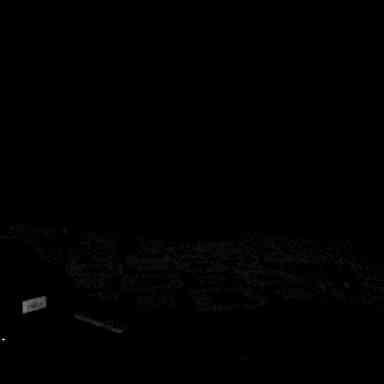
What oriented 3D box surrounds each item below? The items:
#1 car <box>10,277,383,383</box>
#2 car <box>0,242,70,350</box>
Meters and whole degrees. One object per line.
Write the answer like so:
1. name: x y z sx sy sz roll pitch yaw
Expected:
1. car: 0.766 1.563 2.419 4.313 1.339 1.947 0 0 36
2. car: -3.808 1.539 5.682 4.313 1.339 1.947 0 0 36
